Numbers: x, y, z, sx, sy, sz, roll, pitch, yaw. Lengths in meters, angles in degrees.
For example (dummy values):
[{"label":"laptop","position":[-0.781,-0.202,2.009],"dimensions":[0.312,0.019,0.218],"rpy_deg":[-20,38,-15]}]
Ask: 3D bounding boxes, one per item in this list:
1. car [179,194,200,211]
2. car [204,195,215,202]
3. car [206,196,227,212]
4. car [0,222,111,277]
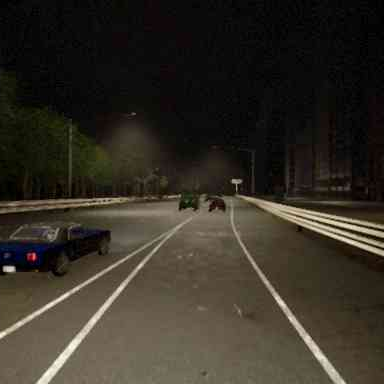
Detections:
[{"label":"car","position":[-0.301,1.264,41.653],"dimensions":[2.150,2.045,5.566],"rpy_deg":[1,0,7]},{"label":"car","position":[3.937,1.657,77.405],"dimensions":[1.812,1.442,4.674],"rpy_deg":[1,0,7]},{"label":"car","position":[3.183,1.578,40.887],"dimensions":[1.837,1.490,4.892],"rpy_deg":[0,0,7]},{"label":"car","position":[-4.110,1.574,10.209],"dimensions":[1.895,1.301,4.718],"rpy_deg":[0,0,7]}]
